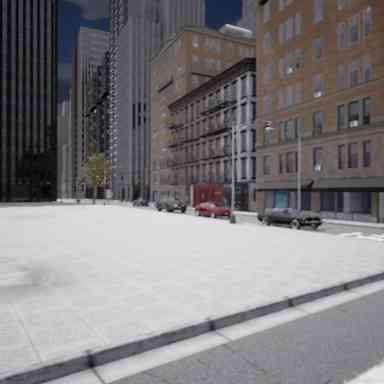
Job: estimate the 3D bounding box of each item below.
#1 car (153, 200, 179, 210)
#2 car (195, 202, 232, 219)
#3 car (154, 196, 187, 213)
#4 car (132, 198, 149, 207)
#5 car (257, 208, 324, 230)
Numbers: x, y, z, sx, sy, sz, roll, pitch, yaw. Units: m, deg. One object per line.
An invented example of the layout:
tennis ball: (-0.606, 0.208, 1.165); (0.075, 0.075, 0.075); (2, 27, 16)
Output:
car: (-4.111, 1.940, 50.820); (2.033, 1.411, 5.357); (0, -1, -27)
car: (2.004, 1.732, 32.258); (1.882, 1.535, 5.008); (0, 0, -26)
car: (-2.673, 1.547, 41.787); (2.150, 2.045, 5.566); (0, 0, -26)
car: (-9.610, 1.838, 61.964); (2.097, 1.767, 4.553); (0, -1, -25)
car: (6.633, 1.791, 22.859); (1.895, 1.301, 4.718); (0, 0, -26)
